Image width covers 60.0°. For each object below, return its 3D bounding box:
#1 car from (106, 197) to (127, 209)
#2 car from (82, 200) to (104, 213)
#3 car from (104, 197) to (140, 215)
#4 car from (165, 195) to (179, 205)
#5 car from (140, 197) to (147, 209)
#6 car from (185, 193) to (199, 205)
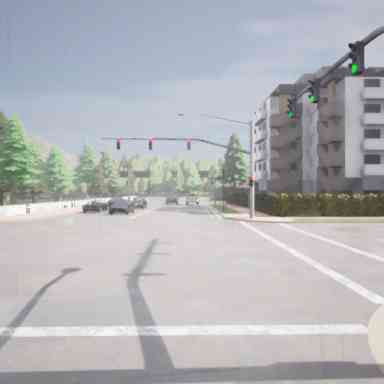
[{"bbox_3d":[-10.519,1.453,46.727,1.882,1.535,5.008,0,0,0],"label":"car"},{"bbox_3d":[-10.537,1.582,36.687,1.895,1.301,4.718,0,0,0],"label":"car"},{"bbox_3d":[-7.051,1.530,34.098,2.033,1.411,5.357,0,0,1],"label":"car"},{"bbox_3d":[-3.444,1.322,58.065,2.097,1.767,4.553,0,0,0],"label":"car"},{"bbox_3d":[-7.035,1.468,43.748,2.128,1.511,4.902,0,0,0],"label":"car"},{"bbox_3d":[0.056,1.191,58.136,2.150,2.045,5.566,0,0,0],"label":"car"}]
